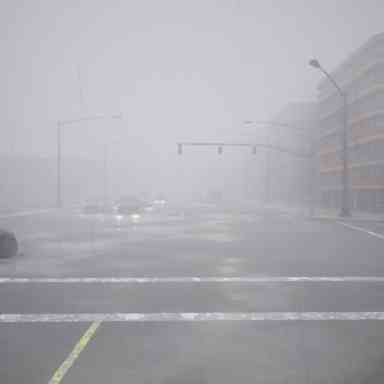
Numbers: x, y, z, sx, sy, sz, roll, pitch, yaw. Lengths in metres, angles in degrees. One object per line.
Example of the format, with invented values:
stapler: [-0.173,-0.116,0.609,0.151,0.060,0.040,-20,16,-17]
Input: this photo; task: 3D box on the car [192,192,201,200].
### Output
car: [0.854,0.959,65.865,1.895,1.301,4.718,0,1,0]

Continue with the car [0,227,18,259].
car: [-6.978,1.548,9.680,1.994,1.385,4.181,0,0,1]

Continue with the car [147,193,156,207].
car: [-6.306,1.259,44.603,1.812,1.442,4.674,0,1,0]

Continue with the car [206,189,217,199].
car: [4.383,0.428,75.739,2.150,2.045,5.566,0,1,0]

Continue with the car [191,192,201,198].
car: [0.883,0.649,75.841,2.033,1.411,5.357,0,1,0]

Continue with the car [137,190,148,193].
car: [-9.692,0.617,63.893,2.150,2.045,5.566,0,1,1]

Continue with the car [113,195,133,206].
car: [-9.794,1.242,47.772,1.994,1.385,4.181,0,1,0]

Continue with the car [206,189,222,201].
car: [4.451,0.609,64.107,2.150,2.045,5.566,0,1,0]

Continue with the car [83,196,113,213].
car: [-9.835,1.226,34.933,2.097,1.767,4.553,0,1,0]

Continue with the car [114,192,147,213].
car: [-6.337,1.226,34.590,2.097,1.767,4.553,0,1,0]

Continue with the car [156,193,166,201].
car: [-6.179,0.859,65.434,2.128,1.511,4.902,0,1,1]
